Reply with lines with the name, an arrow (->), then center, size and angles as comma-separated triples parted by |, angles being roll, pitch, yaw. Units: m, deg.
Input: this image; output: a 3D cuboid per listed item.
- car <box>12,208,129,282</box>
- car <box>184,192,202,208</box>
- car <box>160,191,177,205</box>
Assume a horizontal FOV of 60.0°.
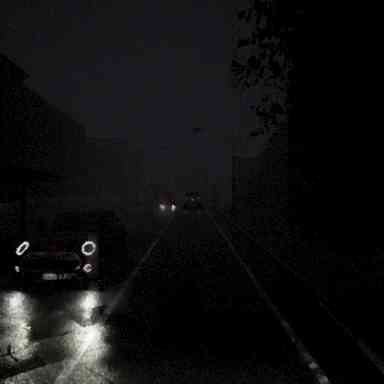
car -> -3.260, 1.326, 9.806 | 2.097, 1.767, 4.553 | 0, 0, 0
car -> 0.092, 0.956, 42.987 | 2.150, 2.045, 5.566 | 0, 0, 1
car -> -3.526, 0.915, 50.584 | 2.150, 2.045, 5.566 | 0, 0, 0
